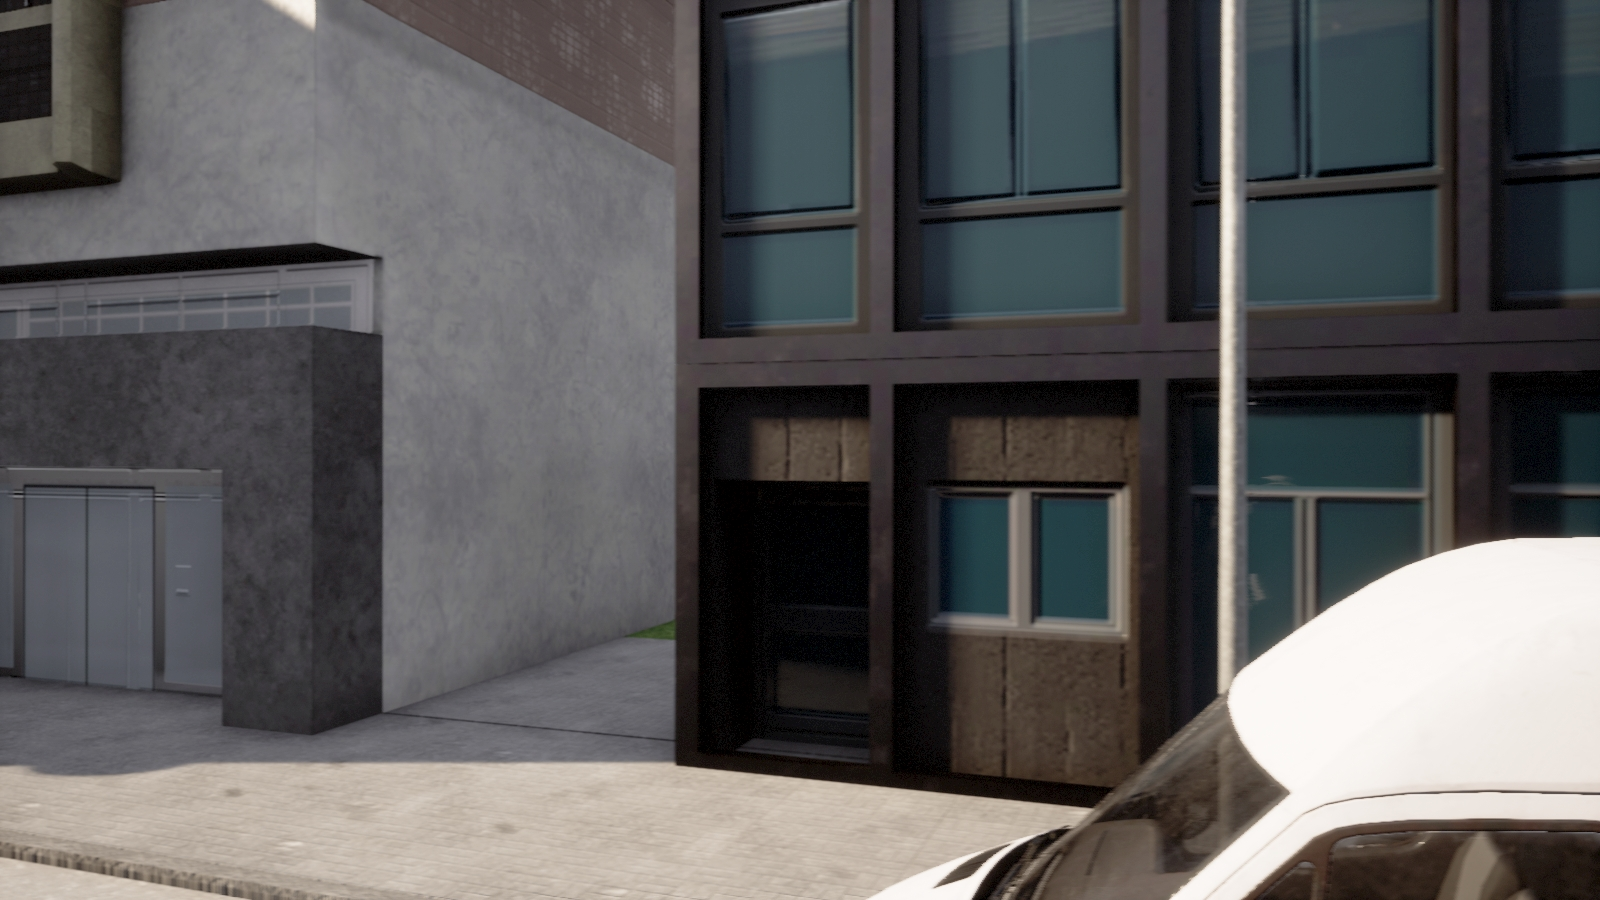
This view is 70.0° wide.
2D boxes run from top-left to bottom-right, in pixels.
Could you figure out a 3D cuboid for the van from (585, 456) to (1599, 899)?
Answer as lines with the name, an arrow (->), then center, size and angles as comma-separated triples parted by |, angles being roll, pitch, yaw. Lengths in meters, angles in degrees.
van -> 2.568, 1.316, 2.853 | 5.915, 2.561, 1.988 | 0, 0, 20
